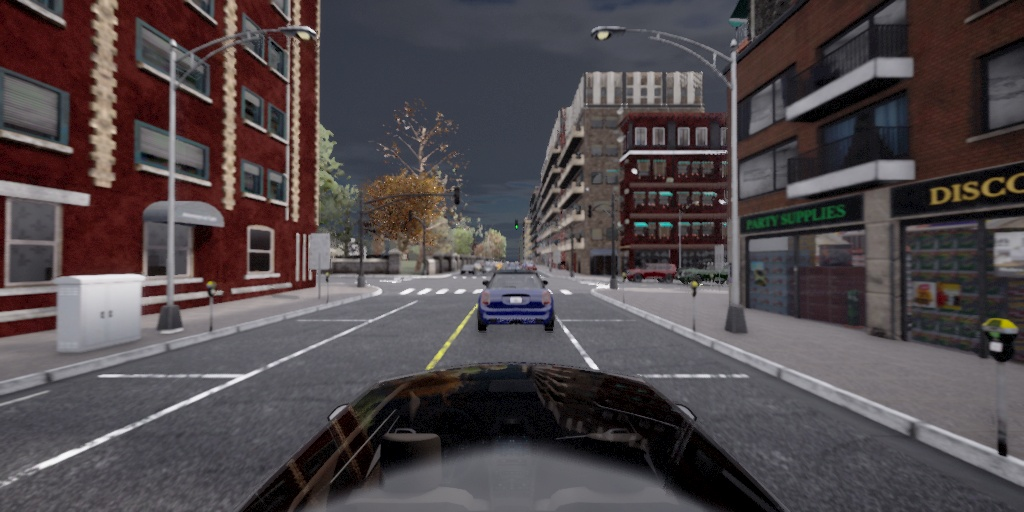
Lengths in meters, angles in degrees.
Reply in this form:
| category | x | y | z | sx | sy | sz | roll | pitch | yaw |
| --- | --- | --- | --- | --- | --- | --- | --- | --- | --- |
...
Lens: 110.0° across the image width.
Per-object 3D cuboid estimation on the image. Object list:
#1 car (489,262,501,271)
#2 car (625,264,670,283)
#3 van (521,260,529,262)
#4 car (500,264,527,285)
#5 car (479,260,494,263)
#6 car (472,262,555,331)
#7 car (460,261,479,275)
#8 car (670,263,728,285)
| category | x | y | z | sx | sy | sz | roll | pitch | yaw |
| --- | --- | --- | --- | --- | --- | --- | --- | --- | --- |
| car | -3.003 | 1.815 | 63.659 | 1.882 | 1.535 | 5.008 | 0 | -1 | 1 |
| car | 13.470 | 1.649 | 34.718 | 5.009 | 1.841 | 2.192 | 0 | 0 | 0 |
| van | 2.728 | 1.624 | 58.328 | 1.690 | 1.789 | 3.998 | 0 | 0 | 0 |
| car | 0.118 | 1.501 | 30.394 | 2.128 | 1.511 | 4.902 | 0 | -1 | 0 |
| car | -3.056 | 1.677 | 48.525 | 2.128 | 1.511 | 4.902 | 0 | -1 | 0 |
| car | 0.105 | 1.187 | 11.431 | 2.097 | 1.767 | 4.553 | 0 | -1 | 0 |
| car | -5.661 | 1.736 | 47.074 | 1.948 | 1.339 | 4.313 | 0 | 0 | 0 |
| car | 17.725 | 1.601 | 32.185 | 5.566 | 2.045 | 2.150 | 1 | -1 | -1 |
